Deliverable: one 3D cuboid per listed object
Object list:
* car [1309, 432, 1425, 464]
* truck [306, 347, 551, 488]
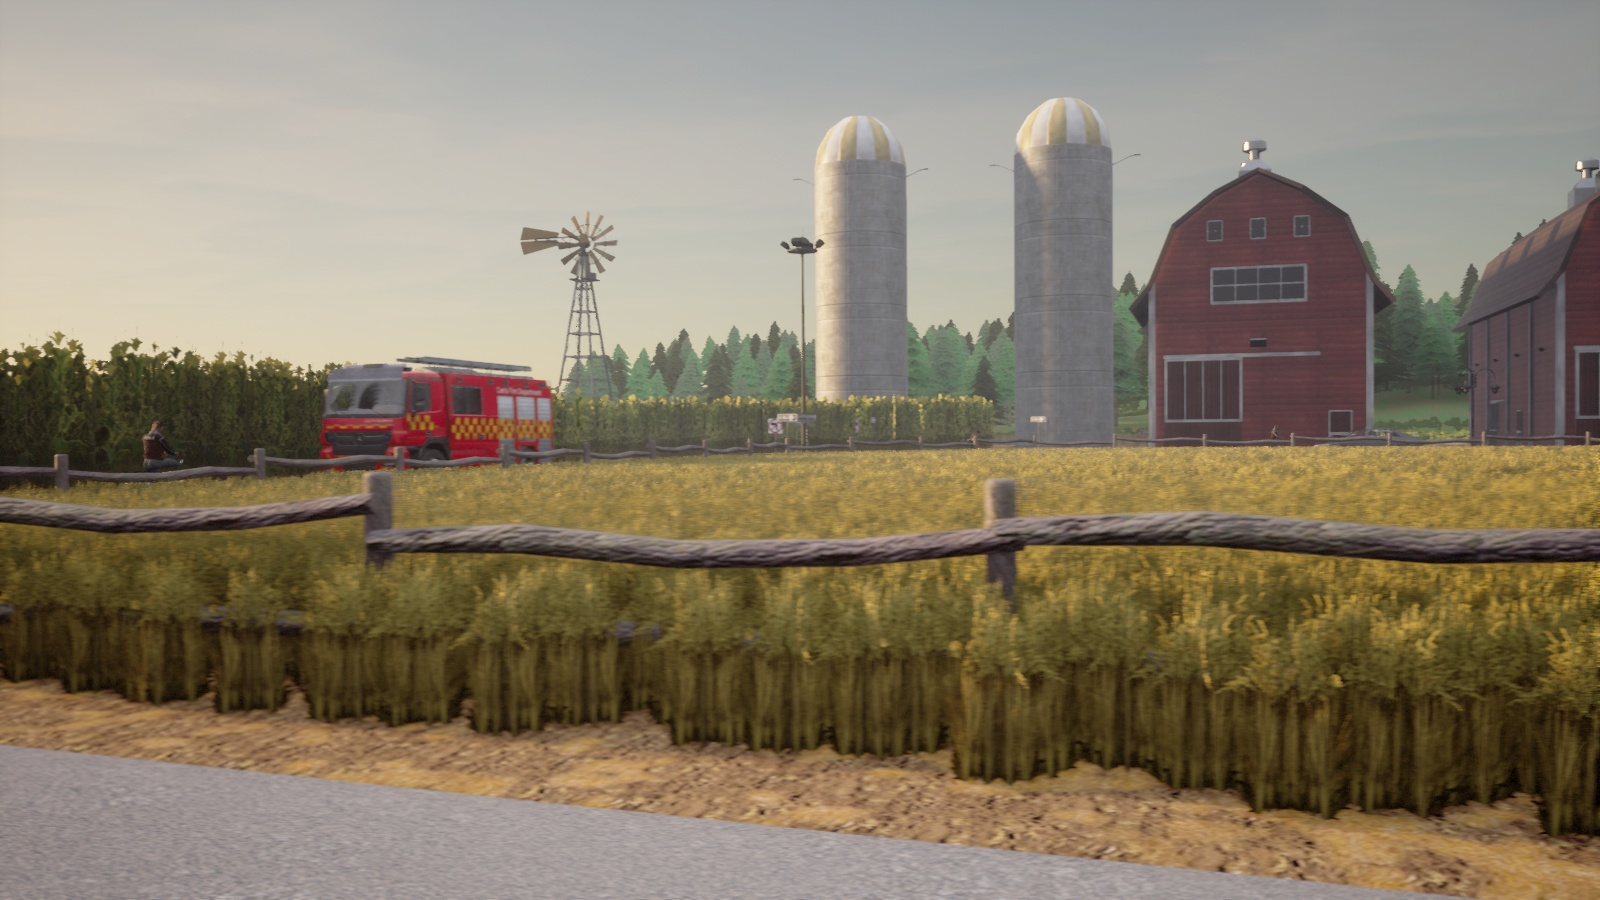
[{"bbox_3d":[27.861,-0.107,61.846,4.902,1.511,2.128,0,1,15],"label":"car"},{"bbox_3d":[-11.091,-0.925,38.671,2.891,3.827,8.468,0,1,19],"label":"truck"}]
